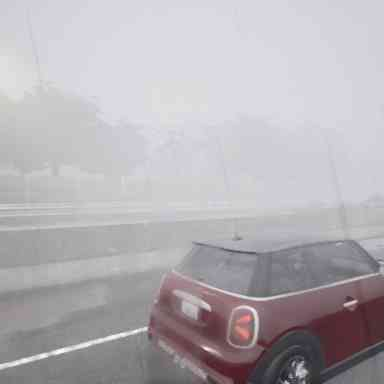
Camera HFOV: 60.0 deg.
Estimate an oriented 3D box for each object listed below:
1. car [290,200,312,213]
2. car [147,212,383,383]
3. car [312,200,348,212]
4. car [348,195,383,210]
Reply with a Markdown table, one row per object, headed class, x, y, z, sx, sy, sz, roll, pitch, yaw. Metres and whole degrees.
| class | x | y | z | sx | sy | sz | roll | pitch | yaw |
| --- | --- | --- | --- | --- | --- | --- | --- | --- | --- |
| car | 12.526 | 1.582 | 34.286 | 5.357 | 1.411 | 2.033 | 0 | 0 | -35 |
| car | 1.713 | 1.358 | 4.985 | 4.553 | 1.767 | 2.097 | 0 | 0 | -35 |
| car | 13.655 | 1.511 | 30.799 | 5.008 | 1.535 | 1.882 | 0 | 0 | -35 |
| car | 16.033 | 1.258 | 28.195 | 5.566 | 2.045 | 2.150 | 0 | 0 | -35 |
